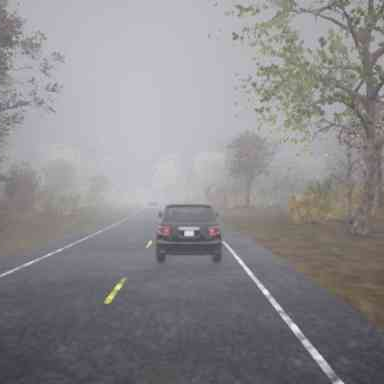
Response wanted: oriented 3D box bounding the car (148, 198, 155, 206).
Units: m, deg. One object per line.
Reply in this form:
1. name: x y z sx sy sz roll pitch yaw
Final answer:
1. car: -7.528 1.998 64.944 1.882 1.535 5.008 0 0 -7

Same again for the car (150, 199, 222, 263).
1. car: -0.130 1.346 12.637 2.150 2.045 5.566 0 0 -1

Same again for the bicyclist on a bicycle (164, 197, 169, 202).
1. bicyclist on a bicycle: -6.233 2.092 87.253 0.582 1.620 1.656 0 -1 -9

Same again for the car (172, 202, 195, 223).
1. car: -0.787 1.744 29.339 1.882 1.535 5.008 0 0 -3
